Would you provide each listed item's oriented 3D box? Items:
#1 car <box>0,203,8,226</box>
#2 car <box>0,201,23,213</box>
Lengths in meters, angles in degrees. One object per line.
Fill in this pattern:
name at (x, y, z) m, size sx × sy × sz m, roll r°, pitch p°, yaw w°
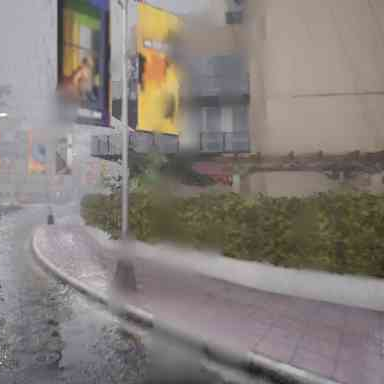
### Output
car at (-14.368, 1.738, 22.683) m, size 1.837 × 1.490 × 4.892 m, roll 0°, pitch -1°, yaw -17°
car at (-24.290, 1.975, 44.212) m, size 1.812 × 1.442 × 4.674 m, roll 0°, pitch -1°, yaw 2°
